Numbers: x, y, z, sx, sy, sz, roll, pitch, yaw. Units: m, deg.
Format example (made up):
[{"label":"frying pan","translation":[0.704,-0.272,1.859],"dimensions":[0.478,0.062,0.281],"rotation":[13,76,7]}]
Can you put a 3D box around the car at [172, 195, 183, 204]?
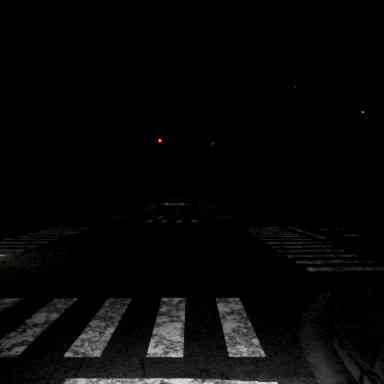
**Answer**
[{"label":"car","translation":[-2.967,1.498,69.308],"dimensions":[2.097,1.767,4.553],"rotation":[0,0,0]}]
